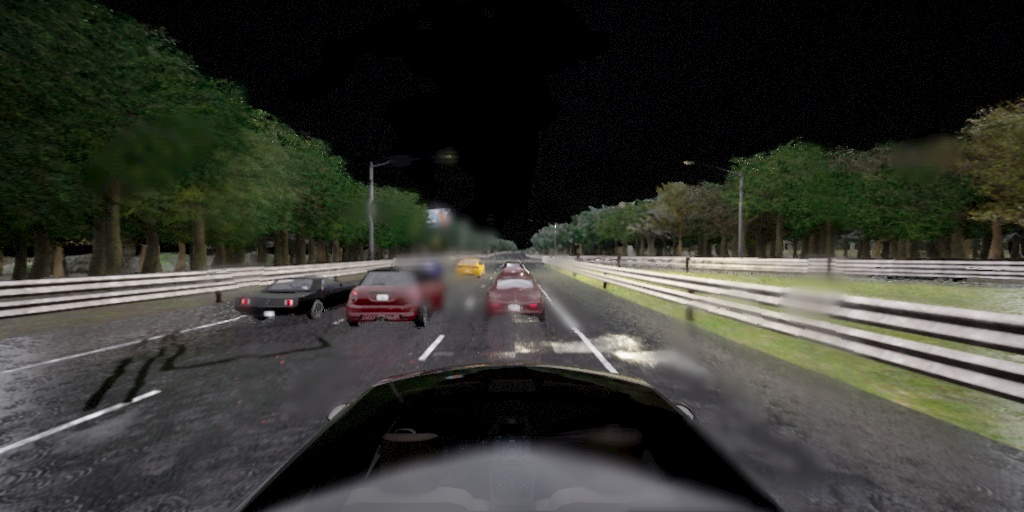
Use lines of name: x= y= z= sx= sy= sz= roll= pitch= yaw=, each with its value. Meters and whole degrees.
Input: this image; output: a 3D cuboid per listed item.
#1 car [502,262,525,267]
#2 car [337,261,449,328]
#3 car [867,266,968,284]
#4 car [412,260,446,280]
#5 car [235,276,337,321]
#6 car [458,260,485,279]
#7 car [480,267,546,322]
car: x=0.103 y=1.184 z=29.482 sx=1.994 sy=1.385 sz=4.181 roll=0 pitch=1 yaw=0
car: x=-3.399 y=1.103 z=11.550 sx=2.097 sy=1.767 sz=4.553 roll=0 pitch=0 yaw=0
car: x=25.123 y=0.917 z=22.381 sx=1.994 sy=1.385 sz=4.181 roll=0 pitch=0 yaw=-30
car: x=-6.883 y=1.138 z=30.165 sx=1.812 sy=1.442 sz=4.674 roll=0 pitch=1 yaw=0
car: x=-6.905 y=1.350 z=12.424 sx=1.895 sy=1.301 sz=4.718 roll=0 pitch=0 yaw=0
car: x=-3.396 y=1.086 z=30.547 sx=1.882 sy=1.535 sz=5.008 roll=0 pitch=1 yaw=0
car: x=0.101 y=1.276 z=12.221 sx=1.812 sy=1.442 sz=4.674 roll=0 pitch=0 yaw=0
